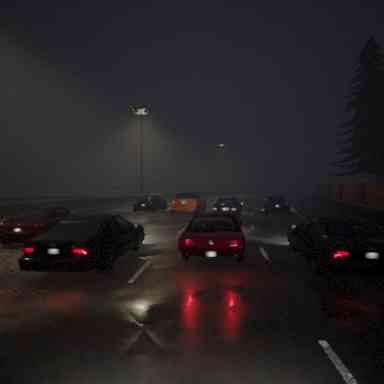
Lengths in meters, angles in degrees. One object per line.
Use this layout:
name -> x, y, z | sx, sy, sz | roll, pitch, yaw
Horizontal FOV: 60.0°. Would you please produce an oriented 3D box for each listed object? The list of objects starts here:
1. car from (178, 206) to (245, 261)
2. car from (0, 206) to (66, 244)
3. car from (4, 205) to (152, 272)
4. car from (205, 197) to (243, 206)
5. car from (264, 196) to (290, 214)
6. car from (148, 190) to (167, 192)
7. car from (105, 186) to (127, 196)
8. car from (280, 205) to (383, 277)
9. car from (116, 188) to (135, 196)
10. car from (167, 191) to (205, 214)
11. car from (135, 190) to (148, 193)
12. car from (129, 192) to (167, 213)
car -> 0.784, 1.371, 11.336 | 1.895, 1.301, 4.718 | 0, 1, 7
car -> -5.951, 1.284, 13.852 | 1.994, 1.385, 4.181 | 0, 1, 7
car -> -2.888, 1.344, 10.045 | 2.033, 1.411, 5.357 | 0, 1, 6
car -> 2.537, 1.073, 23.535 | 2.033, 1.411, 5.357 | 0, 1, 11
car -> 6.951, 1.012, 27.339 | 1.994, 1.385, 4.181 | 0, 1, 13
car -> -5.320, 0.423, 58.676 | 1.895, 1.301, 4.718 | 0, 1, 23
car -> -14.468, -0.064, 64.062 | 2.150, 2.045, 5.566 | 0, 1, 23
car -> 4.099, 1.352, 9.587 | 2.033, 1.411, 5.357 | 0, 1, 6
car -> -11.519, 0.357, 62.025 | 1.895, 1.301, 4.718 | 0, 1, 23
car -> -0.196, 0.799, 27.402 | 2.097, 1.767, 4.553 | 0, 1, 12
car -> -8.048, 0.335, 61.213 | 1.994, 1.385, 4.181 | 0, 1, 23
car -> -3.486, 0.985, 28.755 | 1.994, 1.385, 4.181 | 0, 1, 12
